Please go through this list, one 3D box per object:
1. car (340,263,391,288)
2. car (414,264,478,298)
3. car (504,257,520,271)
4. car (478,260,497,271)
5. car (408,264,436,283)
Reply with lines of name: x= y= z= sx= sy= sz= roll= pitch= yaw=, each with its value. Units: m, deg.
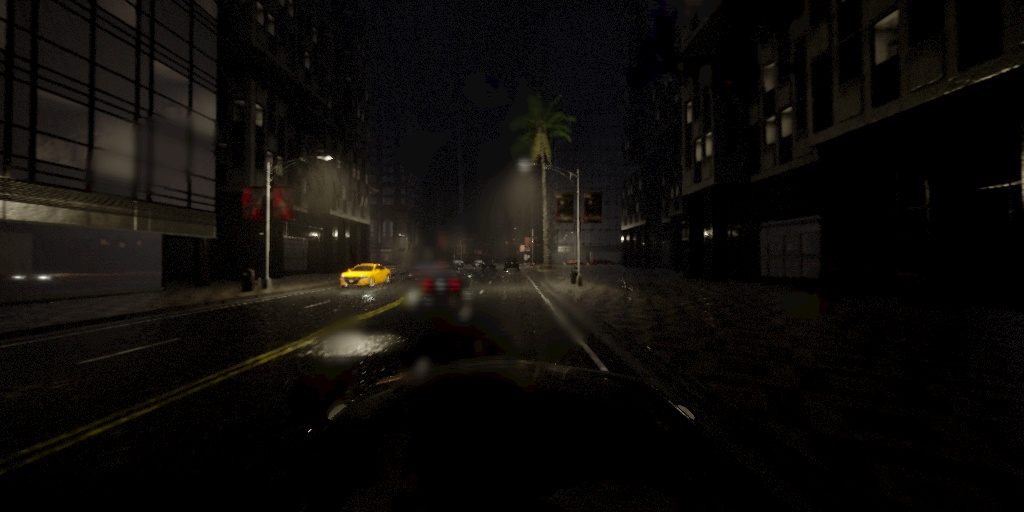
car: x=-9.894 y=1.276 z=24.576 sx=1.882 sy=1.535 sz=5.008 roll=0 pitch=0 yaw=0
car: x=-3.183 y=1.319 z=18.456 sx=2.033 sy=1.411 sz=5.357 roll=0 pitch=0 yaw=0
car: x=-0.016 y=1.115 z=53.504 sx=2.150 sy=2.045 sz=5.566 roll=0 pitch=0 yaw=0
car: x=-3.260 y=1.378 z=51.614 sx=2.128 sy=1.511 sz=4.902 roll=0 pitch=0 yaw=0
car: x=-6.655 y=1.349 z=28.478 sx=2.033 sy=1.411 sz=5.357 roll=0 pitch=0 yaw=0
